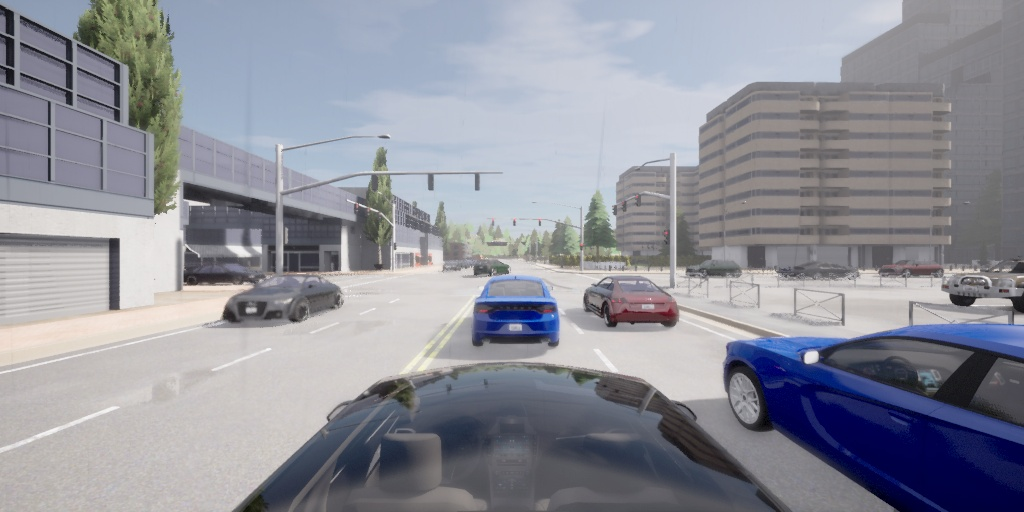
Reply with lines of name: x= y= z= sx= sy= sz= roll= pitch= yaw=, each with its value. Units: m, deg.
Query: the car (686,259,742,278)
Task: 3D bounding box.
car: x=18.674 y=1.102 z=33.369 sx=4.553 sy=1.767 sz=2.097 roll=0 pitch=0 yaw=-1

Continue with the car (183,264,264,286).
car: x=-19.955 y=1.297 z=24.699 sx=5.357 sy=1.411 sz=2.033 roll=0 pitch=0 yaw=-1

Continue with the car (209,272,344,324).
car: x=-7.313 y=1.314 z=11.922 sx=1.994 sy=1.385 sz=4.181 roll=0 pitch=0 yaw=-3

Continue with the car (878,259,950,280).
car: x=37.457 y=1.102 z=33.749 sx=4.553 sy=1.767 sz=2.097 roll=0 pitch=0 yaw=-1

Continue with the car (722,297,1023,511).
car: x=3.602 y=1.228 z=2.546 sx=1.882 sy=1.535 sz=5.008 roll=0 pitch=0 yaw=0

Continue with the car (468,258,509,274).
car: x=-1.956 y=1.102 z=36.194 sx=2.097 sy=1.767 sz=4.553 roll=0 pitch=0 yaw=29

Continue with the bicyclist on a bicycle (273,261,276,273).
bicyclist on a bicycle: x=-25.855 y=1.053 z=39.601 sx=0.582 sy=1.620 sz=1.656 roll=0 pitch=0 yaw=-1

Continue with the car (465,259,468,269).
car: x=-8.008 y=1.314 z=56.746 sx=1.994 sy=1.385 sz=4.181 roll=0 pitch=0 yaw=-1

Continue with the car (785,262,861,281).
car: x=26.064 y=1.255 z=29.823 sx=4.892 sy=1.490 sz=1.837 roll=0 pitch=0 yaw=-1

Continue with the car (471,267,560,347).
car: x=0.091 y=1.228 z=9.396 sx=1.882 sy=1.535 sz=5.008 roll=0 pitch=0 yaw=0

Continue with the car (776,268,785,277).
car: x=27.661 y=1.351 z=33.558 sx=4.718 sy=1.301 sz=1.895 roll=0 pitch=0 yaw=-1

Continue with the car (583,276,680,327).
car: x=3.598 y=1.314 z=11.529 sx=1.994 sy=1.385 sz=4.181 roll=0 pitch=0 yaw=0

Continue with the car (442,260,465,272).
car: x=-7.866 y=1.242 z=46.786 sx=2.128 sy=1.511 sz=4.902 roll=0 pitch=0 yaw=0
